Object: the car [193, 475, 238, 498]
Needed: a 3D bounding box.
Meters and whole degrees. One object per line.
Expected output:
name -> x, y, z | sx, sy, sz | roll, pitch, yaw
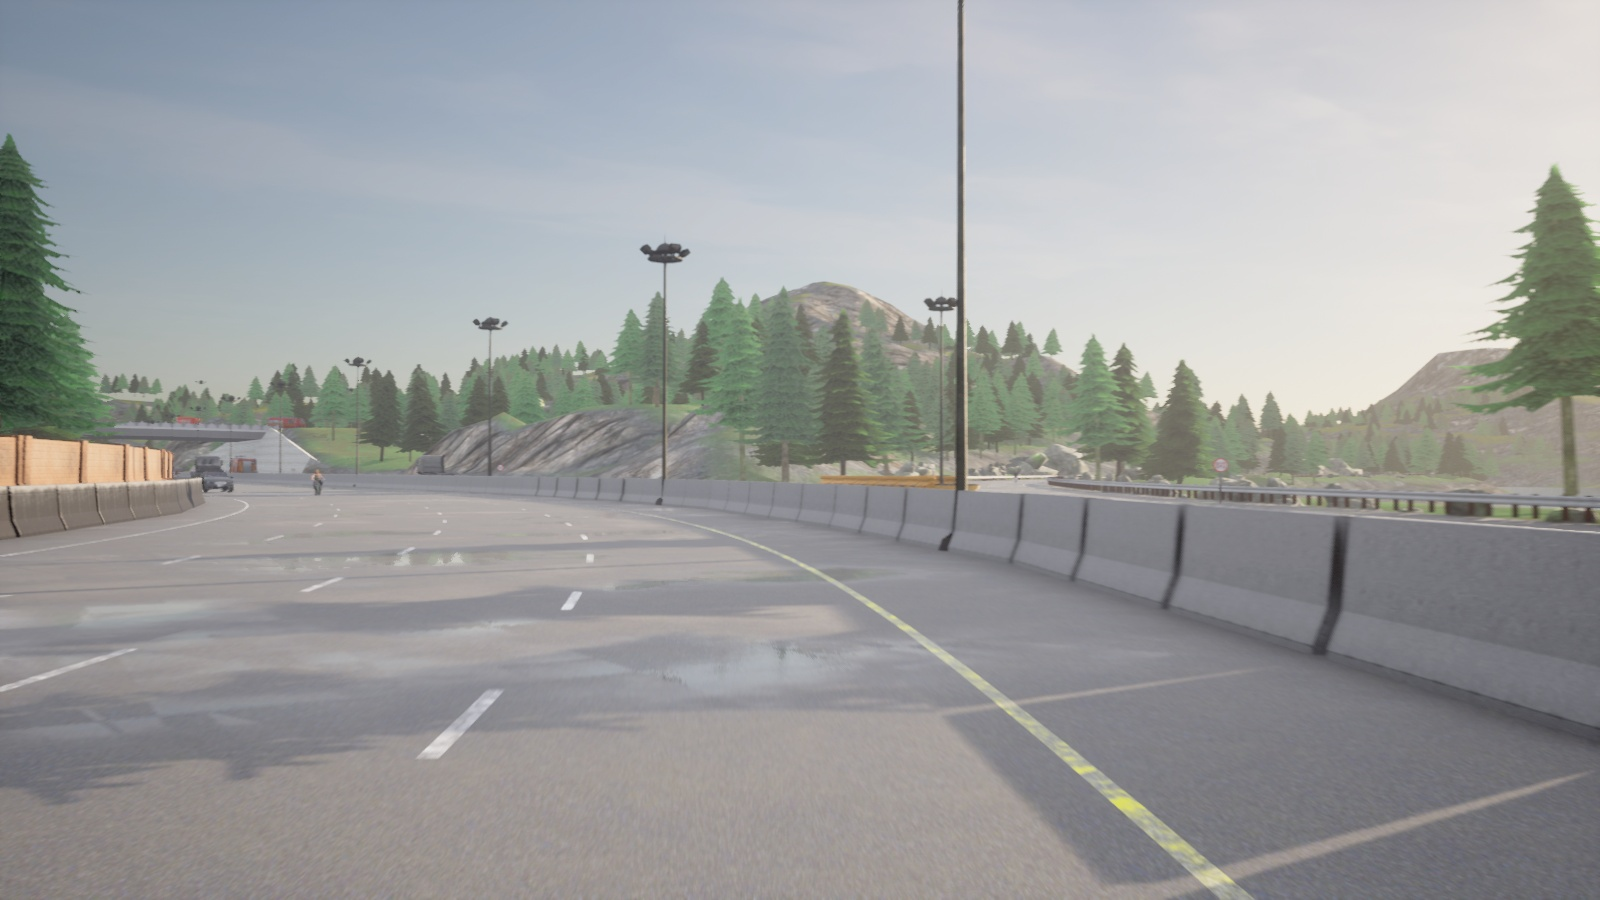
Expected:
car -> -40.268, 2.477, 86.406 | 2.128, 1.511, 4.902 | 0, -1, -33
